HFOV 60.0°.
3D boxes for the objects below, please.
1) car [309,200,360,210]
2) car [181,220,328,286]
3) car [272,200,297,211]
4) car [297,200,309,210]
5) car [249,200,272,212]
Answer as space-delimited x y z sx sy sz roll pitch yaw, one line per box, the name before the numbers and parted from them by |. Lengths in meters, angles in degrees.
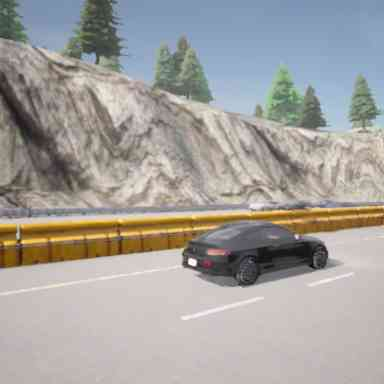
car | 12.704 1.554 28.755 4.674 1.442 1.812 0 0 -28
car | 1.886 1.533 9.378 4.674 1.442 1.812 0 0 -35
car | 11.692 1.579 36.180 5.357 1.411 2.033 0 0 -28
car | 13.248 1.523 32.996 4.902 1.511 2.128 0 0 -28
car | 8.977 1.632 38.676 4.718 1.301 1.895 0 0 -28
